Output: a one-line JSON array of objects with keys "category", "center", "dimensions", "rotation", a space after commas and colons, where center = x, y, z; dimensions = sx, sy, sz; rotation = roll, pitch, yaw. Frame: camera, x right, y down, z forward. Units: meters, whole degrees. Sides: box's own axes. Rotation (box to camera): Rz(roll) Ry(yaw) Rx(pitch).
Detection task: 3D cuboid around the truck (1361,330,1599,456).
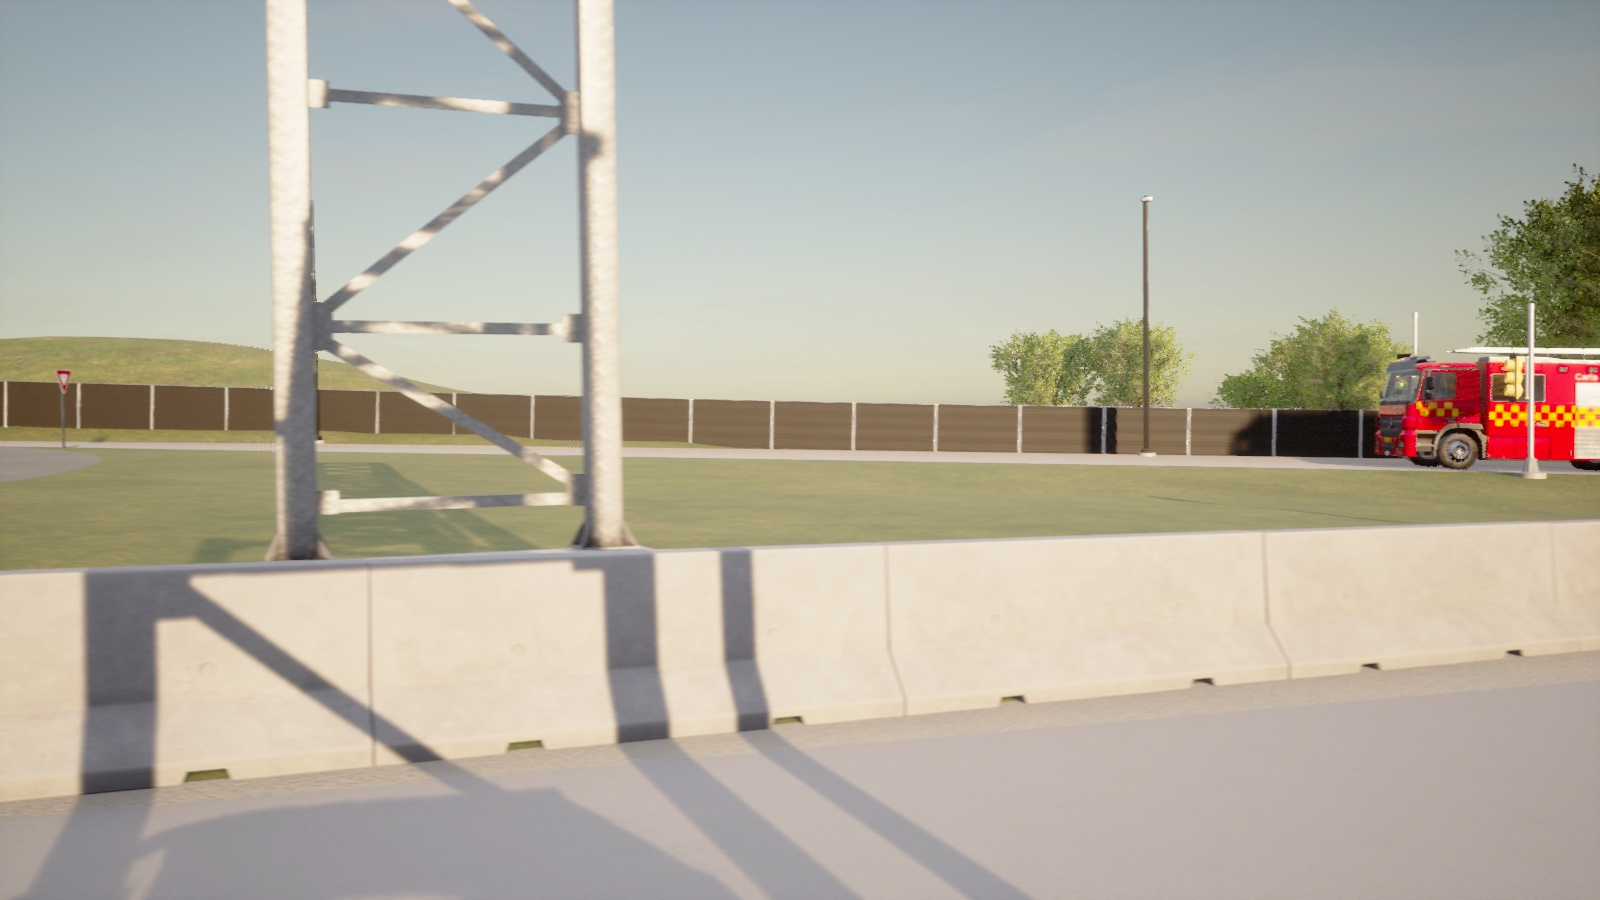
[{"category": "truck", "center": [22.700, -1.762, 39.797], "dimensions": [8.468, 3.827, 2.891], "rotation": [0, 2, 6]}]
